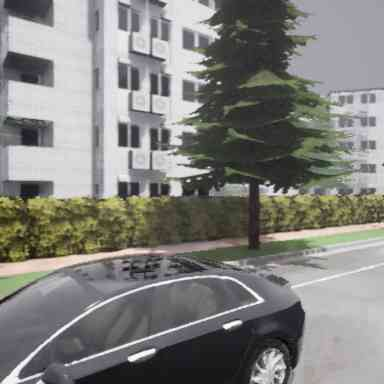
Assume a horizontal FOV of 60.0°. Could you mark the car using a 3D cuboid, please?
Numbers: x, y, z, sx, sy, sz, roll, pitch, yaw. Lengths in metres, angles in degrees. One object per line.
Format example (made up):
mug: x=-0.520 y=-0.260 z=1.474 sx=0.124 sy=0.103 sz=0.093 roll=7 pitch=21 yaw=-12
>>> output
car: x=-0.857 y=1.506 z=3.380 sx=4.892 sy=1.490 sz=1.837 roll=0 pitch=0 yaw=-35
